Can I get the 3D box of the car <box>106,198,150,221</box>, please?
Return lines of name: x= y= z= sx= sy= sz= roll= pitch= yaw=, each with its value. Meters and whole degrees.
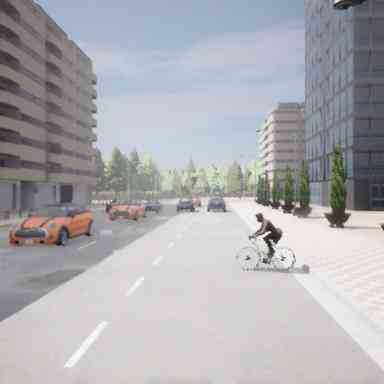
car: x=-5.134 y=1.346 z=27.090 sx=2.097 sy=1.767 sz=4.553 roll=0 pitch=0 yaw=5

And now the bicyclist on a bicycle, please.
bicyclist on a bicycle: x=2.067 y=1.415 z=9.368 sx=1.656 sy=1.620 sz=0.582 roll=0 pitch=0 yaw=4

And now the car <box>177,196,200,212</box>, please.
car: x=-0.624 y=1.485 z=38.862 sx=2.128 sy=1.511 sz=4.902 roll=0 pitch=0 yaw=5

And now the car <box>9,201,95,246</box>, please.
car: x=-6.159 y=1.349 z=15.149 sx=2.097 sy=1.767 sz=4.553 roll=0 pitch=0 yaw=4

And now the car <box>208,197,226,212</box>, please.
car: x=2.961 y=1.346 z=39.669 sx=2.097 sy=1.767 sz=4.553 roll=0 pitch=0 yaw=5

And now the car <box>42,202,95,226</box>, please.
car: x=-8.889 y=1.521 z=24.377 sx=1.812 sy=1.442 sz=4.674 roll=0 pitch=0 yaw=5

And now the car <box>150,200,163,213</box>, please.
car: x=-4.412 y=1.557 z=36.628 sx=1.994 sy=1.385 sz=4.181 roll=0 pitch=0 yaw=5

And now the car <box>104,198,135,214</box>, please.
car: x=-7.915 y=1.471 z=36.707 sx=1.882 sy=1.535 sz=5.008 roll=0 pitch=0 yaw=5

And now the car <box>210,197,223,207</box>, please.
car: x=3.810 y=1.496 z=50.778 sx=1.837 sy=1.490 sz=4.892 roll=0 pitch=0 yaw=5
